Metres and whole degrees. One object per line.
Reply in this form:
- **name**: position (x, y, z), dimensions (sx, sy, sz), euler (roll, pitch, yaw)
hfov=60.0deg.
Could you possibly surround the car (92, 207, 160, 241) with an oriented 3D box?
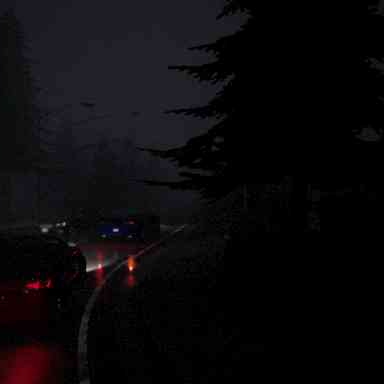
- **car**: position (-2.947, 1.495, 16.796), dimensions (1.882, 1.535, 5.008), euler (0, 0, 8)

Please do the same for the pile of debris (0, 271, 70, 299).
- **pile of debris**: position (-3.967, 2.185, 7.951), dimensions (1.500, 0.140, 1.860), euler (0, 0, -4)

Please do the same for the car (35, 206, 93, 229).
- **car**: position (-6.461, 1.516, 17.844), dimensions (2.128, 1.511, 4.902), euler (0, 0, 9)

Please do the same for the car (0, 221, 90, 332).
- **car**: position (-3.473, 1.568, 6.904), dimensions (1.994, 1.385, 4.181), euler (0, 0, -11)
